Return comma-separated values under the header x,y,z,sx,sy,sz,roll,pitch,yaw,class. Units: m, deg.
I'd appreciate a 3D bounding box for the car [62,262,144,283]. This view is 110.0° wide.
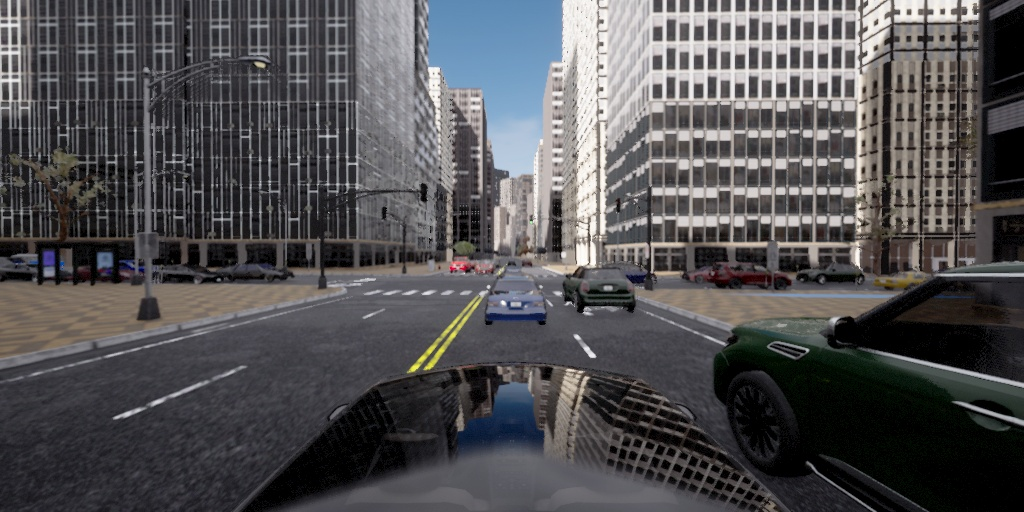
x,y,z,sx,sy,sz,roll,pitch,yaw,class
-28.416,1.243,25.317,4.207,1.307,1.802,0,0,1,car

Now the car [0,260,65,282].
x,y,z,sx,sy,sz,roll,pitch,yaw,class
-34.096,1.175,25.490,4.313,1.339,1.948,0,0,1,car

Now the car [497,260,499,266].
x,y,z,sx,sy,sz,roll,pitch,yaw,class
-3.332,1.460,52.994,1.812,1.442,4.674,0,0,0,car

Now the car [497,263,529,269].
x,y,z,sx,sy,sz,roll,pitch,yaw,class
0.111,1.480,25.469,1.994,1.385,4.181,1,1,0,car

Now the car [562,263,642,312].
x,y,z,sx,sy,sz,roll,pitch,yaw,class
3.349,1.151,14.613,2.097,1.767,4.553,0,0,0,car

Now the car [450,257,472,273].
x,y,z,sx,sy,sz,roll,pitch,yaw,class
-6.590,1.134,46.304,2.150,2.045,5.566,0,0,0,car

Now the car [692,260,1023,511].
x,y,z,sx,sy,sz,roll,pitch,yaw,class
3.361,0.970,1.643,2.150,2.045,5.566,0,0,-1,car

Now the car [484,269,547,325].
x,y,z,sx,sy,sz,roll,pitch,yaw,class
0.101,1.337,12.021,2.033,1.411,5.357,0,0,0,car

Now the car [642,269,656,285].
x,y,z,sx,sy,sz,roll,pitch,yaw,class
8.598,1.321,26.768,4.553,1.767,2.097,0,1,-28,car

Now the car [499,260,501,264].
x,y,z,sx,sy,sz,roll,pitch,yaw,class
-3.257,1.318,63.099,2.097,1.767,4.553,0,0,0,car

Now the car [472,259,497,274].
x,y,z,sx,sy,sz,roll,pitch,yaw,class
-3.314,1.257,44.151,2.097,1.767,4.553,0,0,-1,car

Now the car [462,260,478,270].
x,y,z,sx,sy,sz,roll,pitch,yaw,class
-6.561,1.423,56.647,1.882,1.535,5.008,0,0,1,car

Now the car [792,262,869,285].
x,y,z,sx,sy,sz,roll,pitch,yaw,class
26.746,1.434,30.250,4.553,1.767,2.097,0,1,1,car

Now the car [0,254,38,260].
x,y,z,sx,sy,sz,roll,pitch,yaw,class
-39.800,0.878,28.250,4.553,1.767,2.097,1,1,1,car

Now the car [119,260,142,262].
x,y,z,sx,sy,sz,roll,pitch,yaw,class
-29.770,1.095,28.040,5.008,1.535,1.882,1,1,1,car

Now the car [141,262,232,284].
x,y,z,sx,sy,sz,roll,pitch,yaw,class
-22.731,1.279,25.184,4.313,1.339,1.948,0,0,1,car

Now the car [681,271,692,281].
x,y,z,sx,sy,sz,roll,pitch,yaw,class
16.712,1.558,30.413,4.181,1.385,1.994,1,1,3,car

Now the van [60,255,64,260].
x,y,z,sx,sy,sz,roll,pitch,yaw,class
-45.288,0.748,34.152,3.998,1.789,1.690,0,0,1,van

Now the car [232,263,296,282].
x,y,z,sx,sy,sz,roll,pitch,yaw,class
-19.910,1.253,27.837,5.357,1.411,2.033,1,1,1,car
